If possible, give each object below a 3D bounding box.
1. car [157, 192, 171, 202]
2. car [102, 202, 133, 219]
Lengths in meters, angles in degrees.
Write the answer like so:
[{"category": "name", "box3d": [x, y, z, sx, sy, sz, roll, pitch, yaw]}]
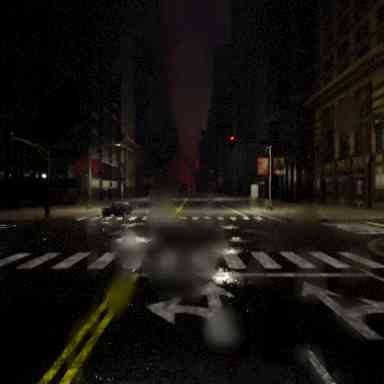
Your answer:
[{"category": "car", "box3d": [-6.470, 1.104, 74.534, 2.150, 2.045, 5.566, 0, 0, 0]}, {"category": "car", "box3d": [-6.488, 1.588, 29.274, 1.895, 1.301, 4.718, 0, 0, 0]}]
